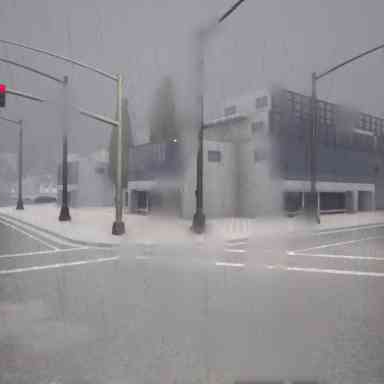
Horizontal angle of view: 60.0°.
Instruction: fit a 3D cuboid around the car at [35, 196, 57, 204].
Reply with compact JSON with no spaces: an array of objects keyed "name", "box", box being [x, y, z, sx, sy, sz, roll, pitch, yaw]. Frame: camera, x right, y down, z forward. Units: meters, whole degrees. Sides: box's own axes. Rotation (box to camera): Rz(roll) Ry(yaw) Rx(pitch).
[{"name":"car","box":[-27.082,1.426,62.246,2.128,1.511,4.902,0,0,16]}]
